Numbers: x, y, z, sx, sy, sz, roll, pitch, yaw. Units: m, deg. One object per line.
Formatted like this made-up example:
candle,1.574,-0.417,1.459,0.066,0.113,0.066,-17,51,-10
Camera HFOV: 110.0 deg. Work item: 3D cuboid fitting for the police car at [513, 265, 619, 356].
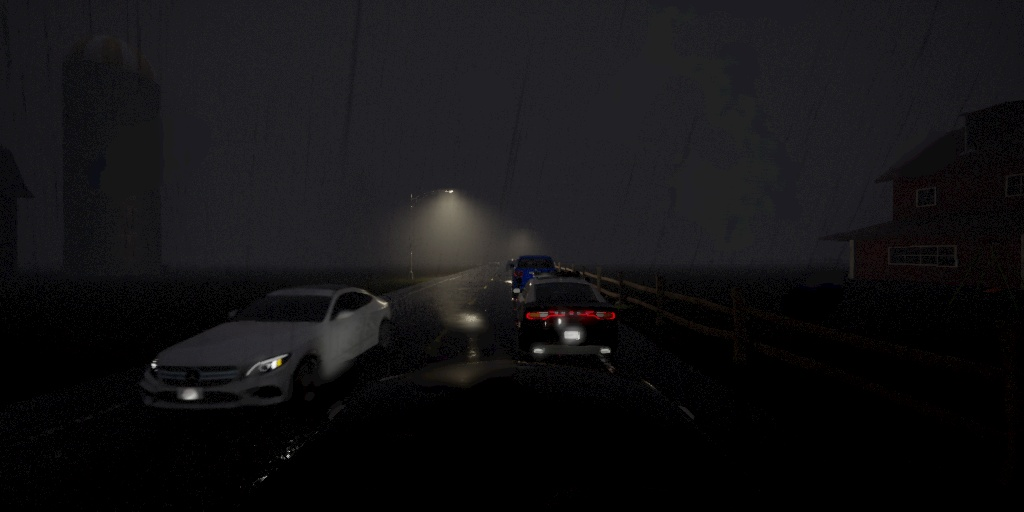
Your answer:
police car,1.067,1.175,8.771,1.930,1.638,5.238,0,0,0

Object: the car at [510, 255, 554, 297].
car,1.088,0.978,18.693,2.150,2.045,5.566,0,0,0

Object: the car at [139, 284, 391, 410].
car,-3.588,1.275,6.334,1.812,1.442,4.674,0,0,0

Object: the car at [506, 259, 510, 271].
car,0.153,1.271,50.385,1.882,1.535,5.008,0,0,1
